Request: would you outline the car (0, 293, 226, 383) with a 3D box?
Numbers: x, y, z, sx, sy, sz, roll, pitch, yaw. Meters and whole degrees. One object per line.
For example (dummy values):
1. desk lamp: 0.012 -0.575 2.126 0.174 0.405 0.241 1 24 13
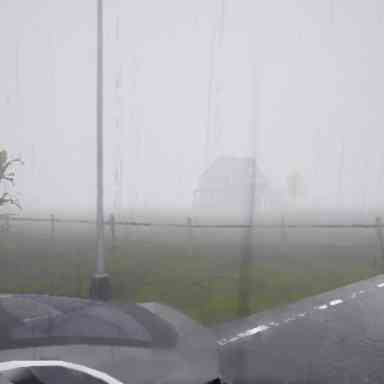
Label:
1. car: -1.982 1.494 1.690 4.902 1.511 2.128 0 0 -36
